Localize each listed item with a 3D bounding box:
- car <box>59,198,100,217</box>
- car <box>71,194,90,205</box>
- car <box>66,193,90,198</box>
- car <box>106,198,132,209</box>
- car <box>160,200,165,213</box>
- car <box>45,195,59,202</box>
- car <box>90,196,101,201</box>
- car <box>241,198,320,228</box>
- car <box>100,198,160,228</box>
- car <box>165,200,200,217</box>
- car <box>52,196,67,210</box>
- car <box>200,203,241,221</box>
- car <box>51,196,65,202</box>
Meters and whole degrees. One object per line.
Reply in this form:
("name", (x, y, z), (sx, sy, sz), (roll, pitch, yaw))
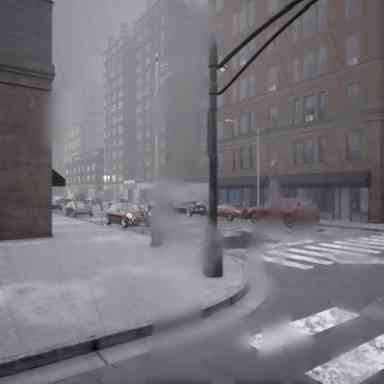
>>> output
("car", (-10.493, 1.526, 30.778), (2.008, 1.369, 4.403), (0, 0, -35))
("car", (-20.044, 1.290, 59.596), (2.097, 1.767, 4.553), (0, 0, -35))
("car", (-18.214, 1.169, 51.761), (2.150, 2.045, 5.566), (0, 0, -35))
("car", (-9.894, 1.525, 44.738), (1.947, 1.339, 4.313), (0, 0, -35))
("car", (-3.535, 1.521, 35.705), (2.008, 1.369, 4.403), (0, 0, -35))
("car", (-32.153, 1.464, 76.354), (2.008, 1.369, 4.403), (0, 0, -35))
("car", (-16.004, 1.450, 53.915), (1.837, 1.490, 4.892), (0, 0, -35))
("car", (6.005, 1.302, 22.155), (2.192, 1.841, 5.009), (0, 0, -35))
("car", (-4.132, 1.426, 21.742), (1.967, 1.590, 4.097), (0, 0, -35))
("car", (-0.355, 1.542, 31.188), (1.947, 1.339, 4.313), (0, 0, -35))
("car", (-16.855, 1.508, 39.814), (1.887, 1.381, 4.507), (0, 0, -35))
("car", (2.825, 1.563, 26.672), (1.802, 1.307, 4.206), (0, 0, -35))
("car", (-28.973, 1.470, 71.838), (2.008, 1.369, 4.403), (0, 0, -35))
